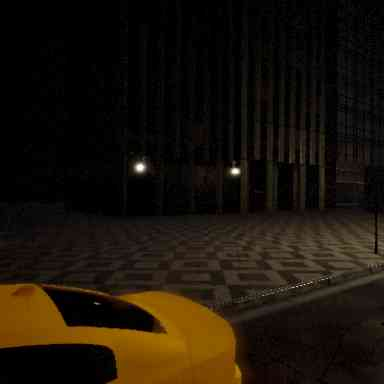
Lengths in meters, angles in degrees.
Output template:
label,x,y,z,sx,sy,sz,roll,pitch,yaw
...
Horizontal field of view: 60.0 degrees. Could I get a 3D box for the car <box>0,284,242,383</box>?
label,x,y,z,sx,sy,sz,roll,pitch,yaw
car,-1.923,1.477,2.004,5.008,1.535,1.882,0,0,-36
